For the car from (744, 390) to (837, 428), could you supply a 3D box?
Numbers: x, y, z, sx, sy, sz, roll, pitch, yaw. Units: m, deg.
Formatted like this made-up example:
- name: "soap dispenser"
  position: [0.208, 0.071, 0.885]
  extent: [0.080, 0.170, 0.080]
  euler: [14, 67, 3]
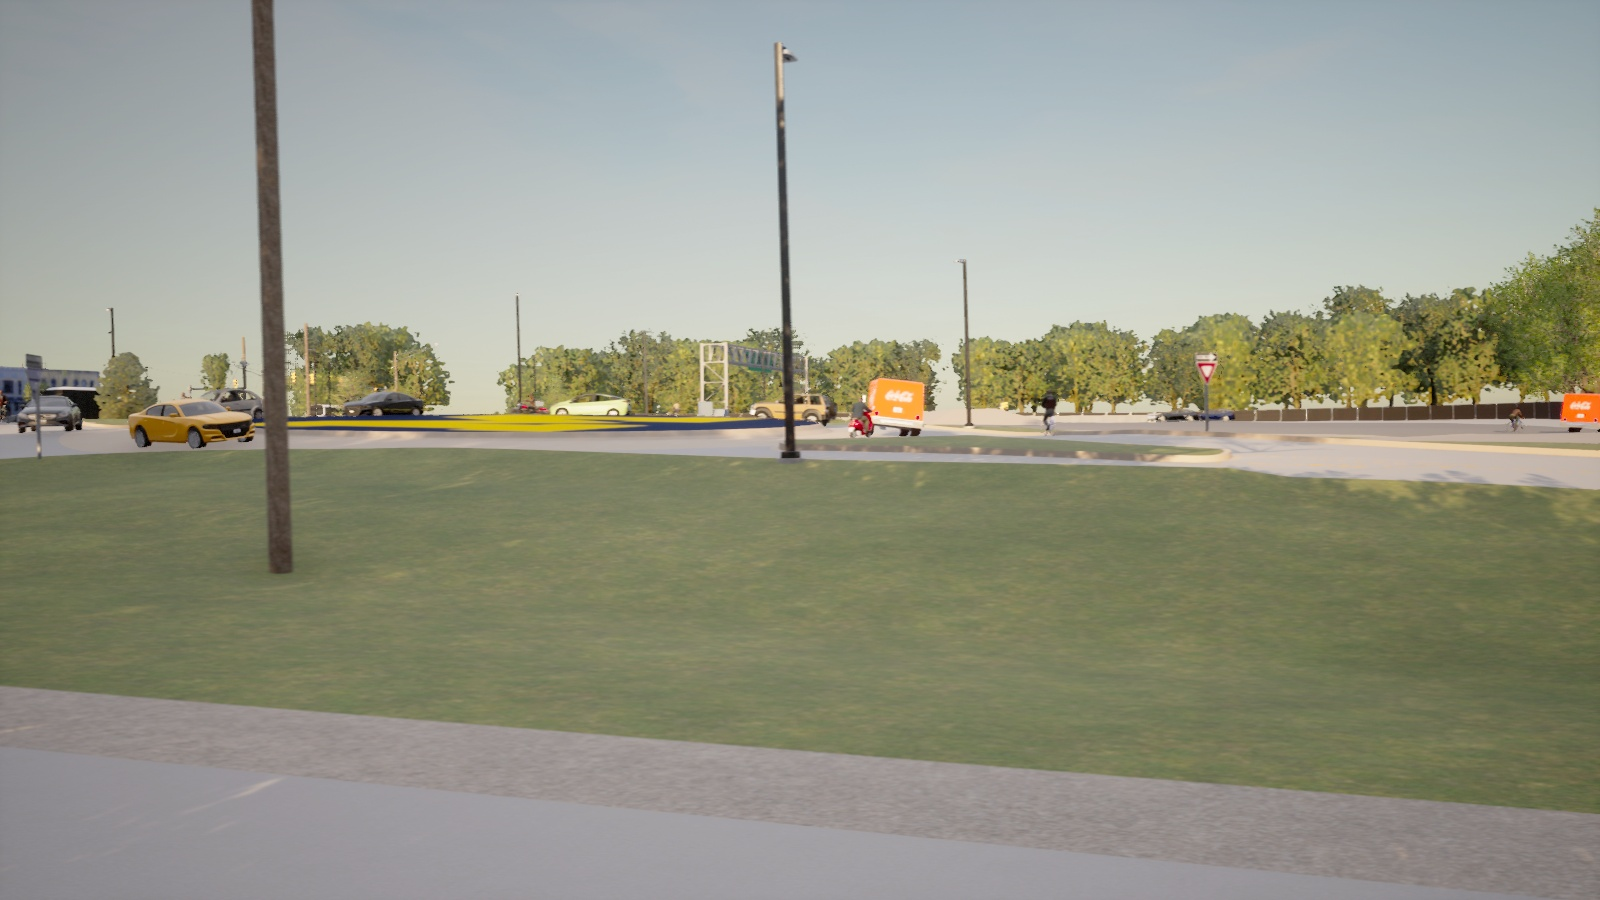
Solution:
- name: "car"
  position: [-0.492, -2.217, 68.334]
  extent: [4.605, 1.855, 1.932]
  euler: [3, 2, 18]

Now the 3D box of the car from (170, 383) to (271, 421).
- name: "car"
  position: [-26.560, -2.210, 57.661]
  extent: [1.851, 1.617, 3.988]
  euler: [-1, 2, 21]

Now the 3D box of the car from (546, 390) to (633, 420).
- name: "car"
  position: [-11.714, -2.501, 70.073]
  extent: [4.514, 1.525, 2.007]
  euler: [1, 1, 1]

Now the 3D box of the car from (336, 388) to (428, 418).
- name: "car"
  position: [-22.104, -2.507, 66.672]
  extent: [1.882, 1.535, 5.008]
  euler: [1, 2, 21]

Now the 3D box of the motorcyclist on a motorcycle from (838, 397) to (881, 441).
- name: "motorcyclist on a motorcycle"
  position: [2.227, -1.160, 46.590]
  extent: [0.866, 1.590, 1.817]
  euler: [2, 2, 29]

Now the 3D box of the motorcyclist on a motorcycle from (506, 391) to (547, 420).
- name: "motorcyclist on a motorcycle"
  position: [-16.099, -2.624, 73.893]
  extent: [2.350, 1.649, 0.766]
  euler: [0, 1, -16]

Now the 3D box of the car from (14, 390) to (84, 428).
- name: "car"
  position: [-30.280, -1.685, 50.758]
  extent: [1.812, 1.442, 4.674]
  euler: [-2, 3, -23]

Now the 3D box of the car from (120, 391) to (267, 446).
- name: "car"
  position: [-19.966, -1.078, 41.299]
  extent: [5.008, 1.535, 1.882]
  euler: [2, 9, 33]

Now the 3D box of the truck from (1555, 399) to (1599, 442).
- name: "truck"
  position: [48.919, -1.800, 76.420]
  extent: [5.204, 2.467, 2.627]
  euler: [0, 3, -27]

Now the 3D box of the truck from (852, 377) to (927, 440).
- name: "truck"
  position: [4.036, -1.852, 57.844]
  extent: [2.627, 2.467, 5.204]
  euler: [7, 0, -2]
